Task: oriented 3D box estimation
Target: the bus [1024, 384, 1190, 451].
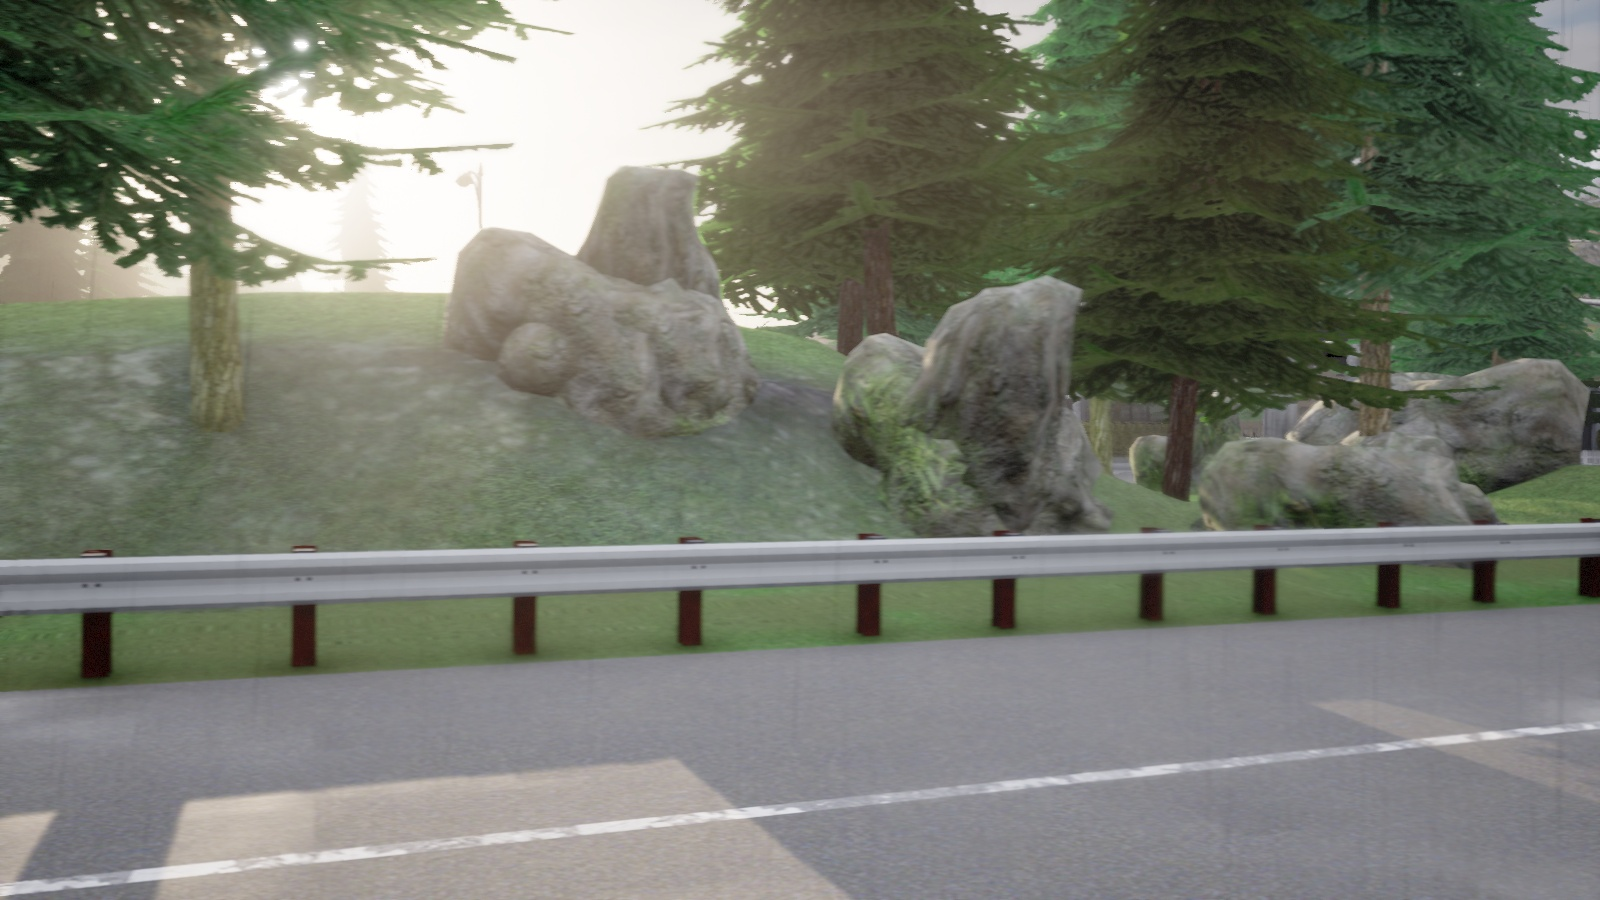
[{"bbox_3d":[20.328,-2.157,83.155,10.273,4.253,3.944,-1,1,-21],"label":"bus"}]
